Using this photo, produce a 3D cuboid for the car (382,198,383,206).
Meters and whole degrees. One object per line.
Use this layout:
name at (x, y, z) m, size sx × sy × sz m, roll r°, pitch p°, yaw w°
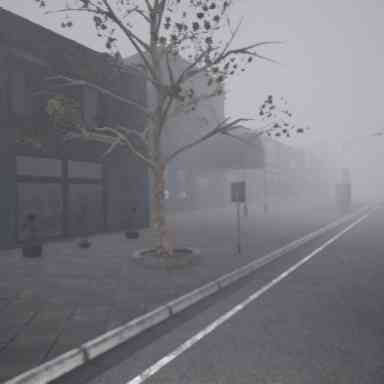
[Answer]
car at (27.331, 1.175, 45.790) m, size 1.812 × 1.442 × 4.674 m, roll -2°, pitch 0°, yaw 32°
